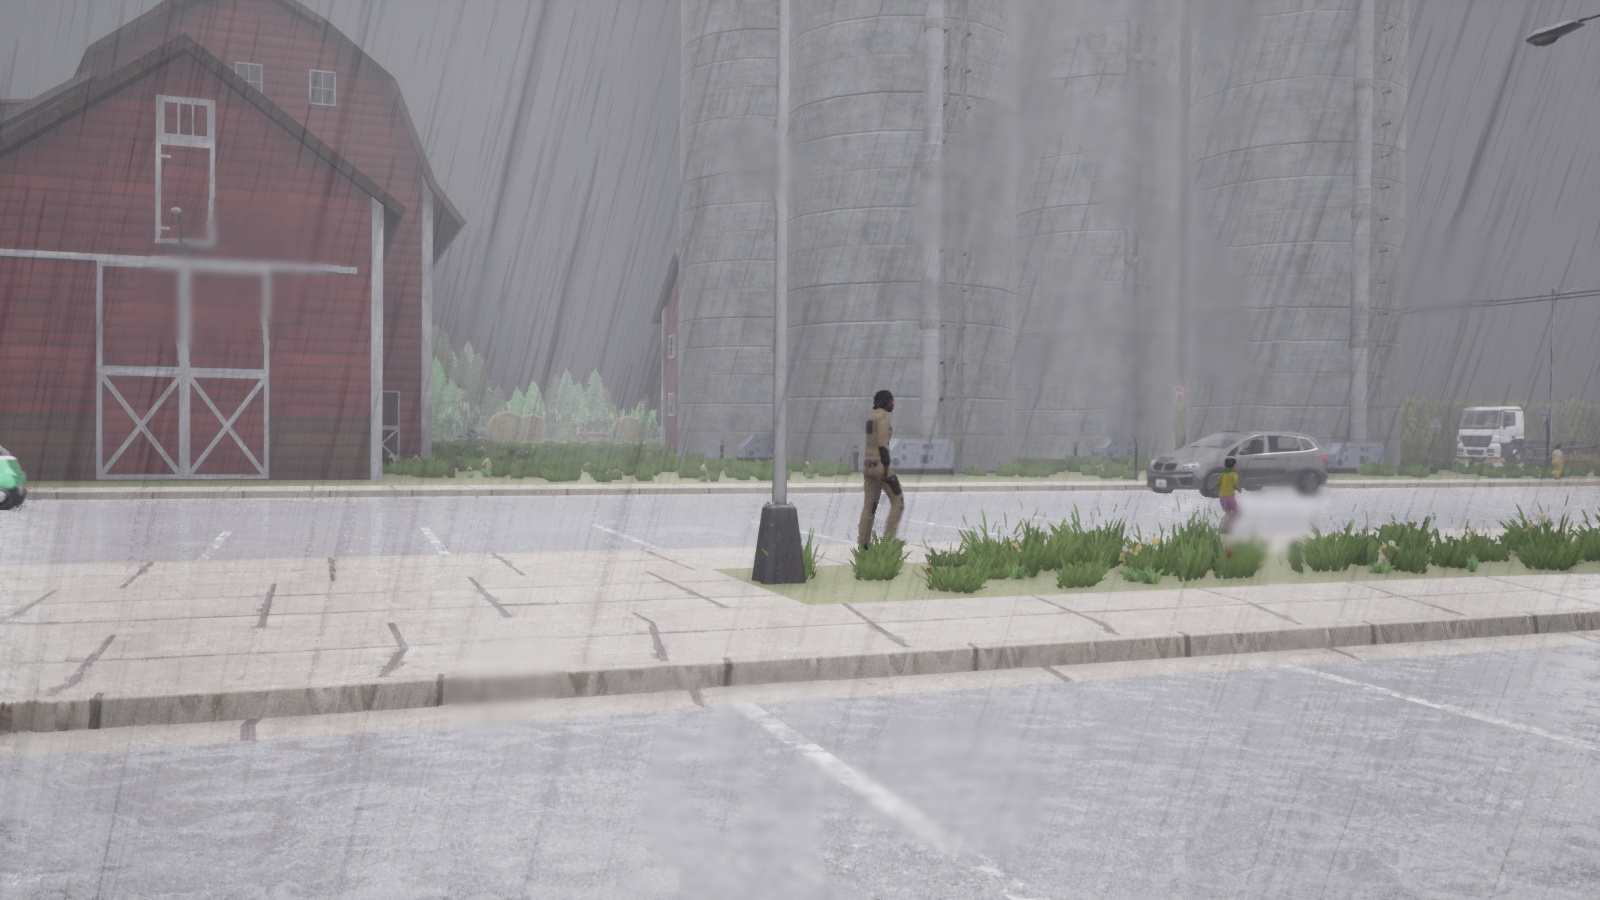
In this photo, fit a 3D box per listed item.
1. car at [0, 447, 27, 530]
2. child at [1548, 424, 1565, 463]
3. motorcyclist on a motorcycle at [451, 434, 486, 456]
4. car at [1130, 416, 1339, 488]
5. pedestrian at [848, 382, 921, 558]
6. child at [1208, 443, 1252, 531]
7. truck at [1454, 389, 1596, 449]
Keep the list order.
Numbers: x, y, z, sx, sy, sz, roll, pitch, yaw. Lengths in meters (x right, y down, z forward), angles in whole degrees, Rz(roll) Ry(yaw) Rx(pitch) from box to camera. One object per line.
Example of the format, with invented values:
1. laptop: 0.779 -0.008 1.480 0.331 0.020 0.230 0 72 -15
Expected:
1. car: -14.727 0.661 21.595 2.207 1.376 1.481 -1 1 -21
2. child: 25.217 -0.220 41.859 0.437 1.263 0.270 -1 1 -9
3. motorcyclist on a motorcycle: -22.720 -0.348 86.018 2.191 1.530 0.866 -1 1 -21
4. car: 10.922 0.010 31.624 4.611 1.667 2.242 -1 1 -21
5. pedestrian: 0.948 0.213 14.128 0.692 1.930 0.396 -1 1 -21
6. child: 5.835 0.493 17.040 0.473 1.160 0.299 -1 1 -22
7. truck: 43.186 -1.869 74.812 7.936 3.462 2.891 -1 1 -20
